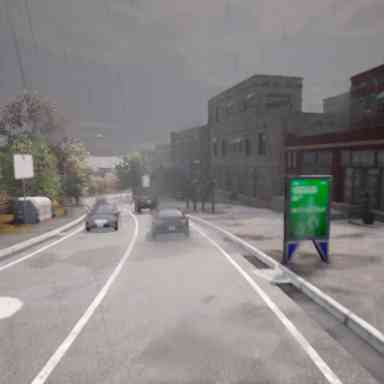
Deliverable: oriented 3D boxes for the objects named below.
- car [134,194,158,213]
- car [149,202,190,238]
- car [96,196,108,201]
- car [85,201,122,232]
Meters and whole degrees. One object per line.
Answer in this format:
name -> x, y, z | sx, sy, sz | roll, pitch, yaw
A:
car -> -5.206, 1.211, 37.503 | 2.150, 2.045, 5.566 | -2, 0, -15
car -> -1.212, 1.502, 17.581 | 1.812, 1.442, 4.674 | -1, 0, -7
car -> -16.284, 1.575, 60.075 | 2.097, 1.767, 4.553 | -2, 0, -18
car -> -5.366, 1.529, 20.526 | 2.128, 1.511, 4.902 | -1, 0, -9
